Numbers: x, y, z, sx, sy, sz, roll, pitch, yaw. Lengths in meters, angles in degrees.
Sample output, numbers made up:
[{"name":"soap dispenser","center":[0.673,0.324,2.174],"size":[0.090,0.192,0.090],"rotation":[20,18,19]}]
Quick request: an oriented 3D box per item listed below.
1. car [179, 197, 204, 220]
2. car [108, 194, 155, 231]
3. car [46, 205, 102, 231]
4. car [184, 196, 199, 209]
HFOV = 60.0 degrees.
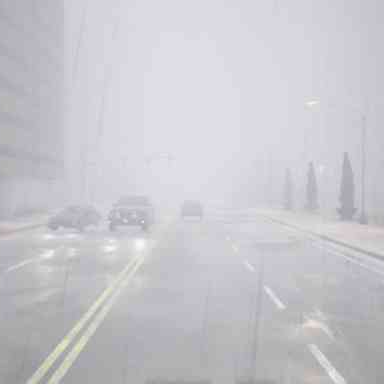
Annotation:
[{"name":"car","center":[-0.021,1.443,27.816],"size":[2.128,1.511,4.902],"rotation":[0,0,0]},{"name":"car","center":[-3.554,1.185,20.549],"size":[2.150,2.045,5.566],"rotation":[0,0,0]},{"name":"car","center":[-7.053,1.519,20.607],"size":[2.033,1.411,5.357],"rotation":[0,0,0]},{"name":"car","center":[-0.052,1.399,45.246],"size":[1.882,1.535,5.008],"rotation":[0,0,0]}]
